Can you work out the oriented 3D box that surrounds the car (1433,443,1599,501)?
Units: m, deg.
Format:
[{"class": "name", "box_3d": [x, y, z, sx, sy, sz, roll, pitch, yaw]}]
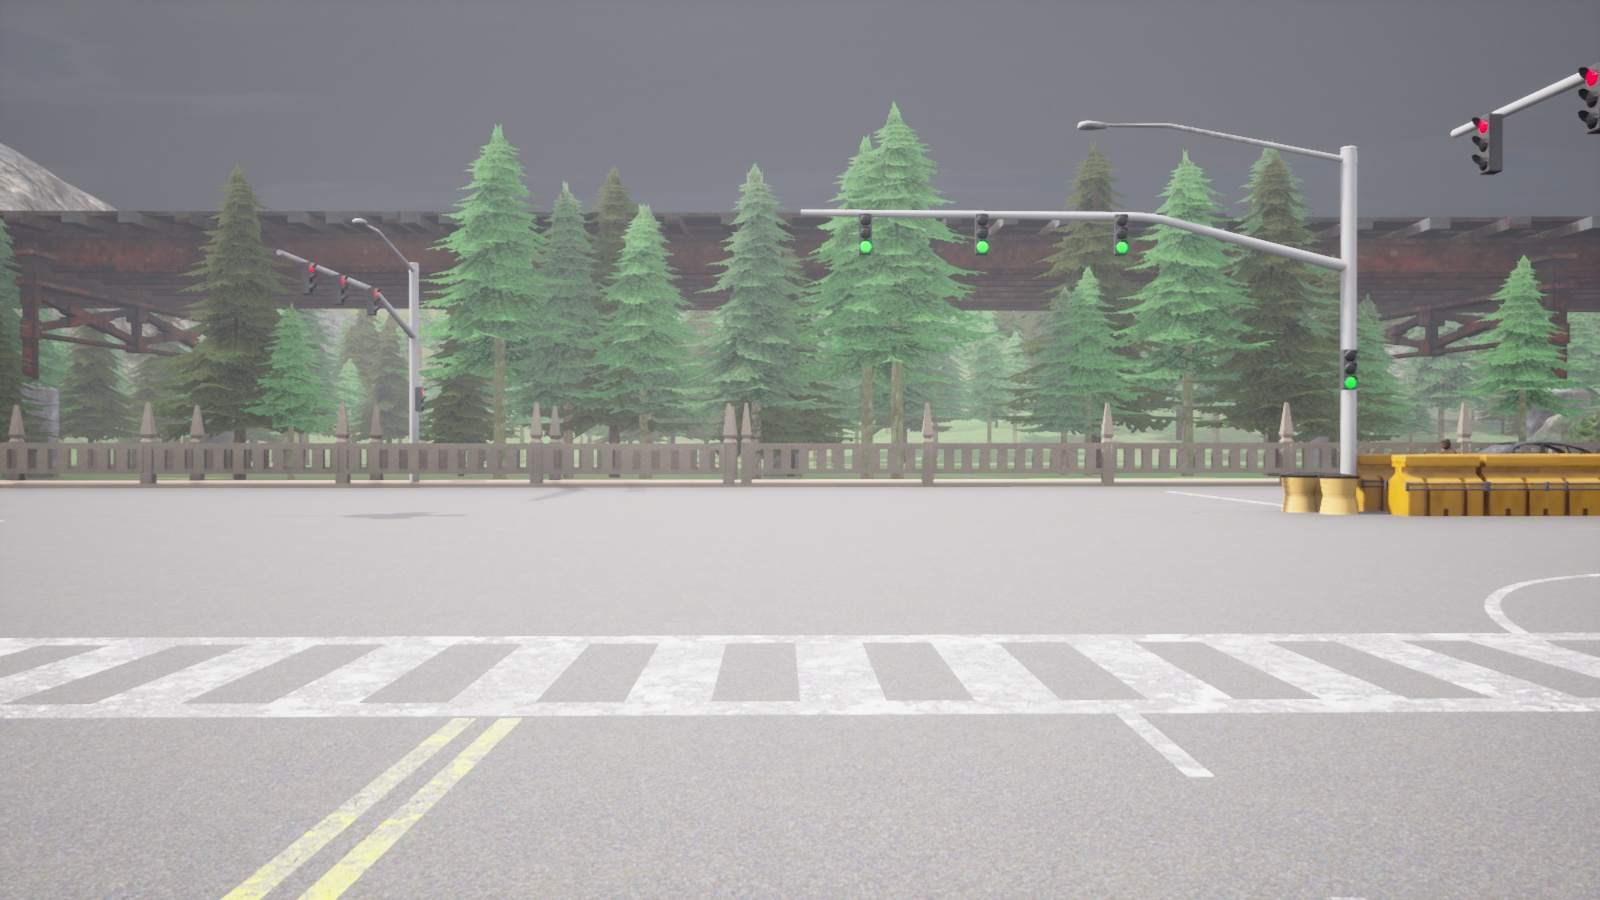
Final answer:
[{"class": "car", "box_3d": [19.570, 0.576, 34.251, 3.705, 1.549, 1.789, 0, 0, -1]}]
